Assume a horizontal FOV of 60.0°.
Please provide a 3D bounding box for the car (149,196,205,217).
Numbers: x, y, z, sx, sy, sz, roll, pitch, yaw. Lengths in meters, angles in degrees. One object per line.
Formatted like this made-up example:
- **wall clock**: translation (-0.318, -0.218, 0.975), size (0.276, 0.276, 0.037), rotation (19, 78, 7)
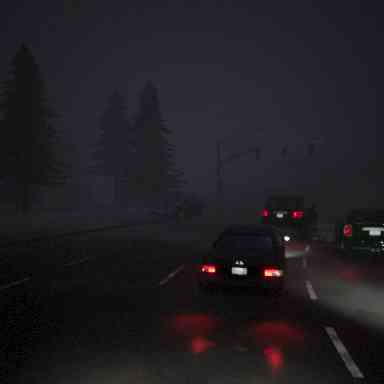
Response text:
- **car**: translation (-0.863, 0.960, 21.836), size (2.097, 1.767, 4.553), rotation (0, 0, 30)

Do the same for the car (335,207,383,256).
- **car**: translation (6.708, 1.346, 12.751), size (2.097, 1.767, 4.553), rotation (0, 0, 22)

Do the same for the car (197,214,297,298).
- **car**: translation (1.532, 1.544, 8.734), size (2.033, 1.411, 5.357), rotation (0, 0, 15)

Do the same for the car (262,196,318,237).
- **car**: translation (5.458, 1.214, 18.188), size (2.150, 2.045, 5.566), rotation (0, 0, 28)
